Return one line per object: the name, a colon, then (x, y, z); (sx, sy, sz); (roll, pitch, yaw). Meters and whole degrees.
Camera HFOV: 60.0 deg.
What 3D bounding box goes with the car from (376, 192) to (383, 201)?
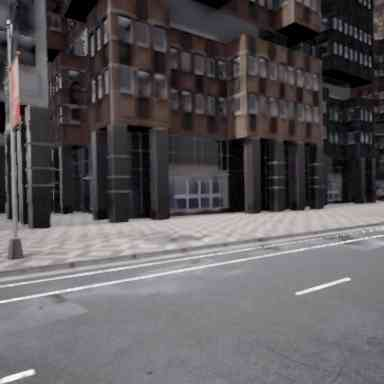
car: (36.999, 0.849, 62.956); (2.192, 1.841, 5.009); (-2, 1, -35)
